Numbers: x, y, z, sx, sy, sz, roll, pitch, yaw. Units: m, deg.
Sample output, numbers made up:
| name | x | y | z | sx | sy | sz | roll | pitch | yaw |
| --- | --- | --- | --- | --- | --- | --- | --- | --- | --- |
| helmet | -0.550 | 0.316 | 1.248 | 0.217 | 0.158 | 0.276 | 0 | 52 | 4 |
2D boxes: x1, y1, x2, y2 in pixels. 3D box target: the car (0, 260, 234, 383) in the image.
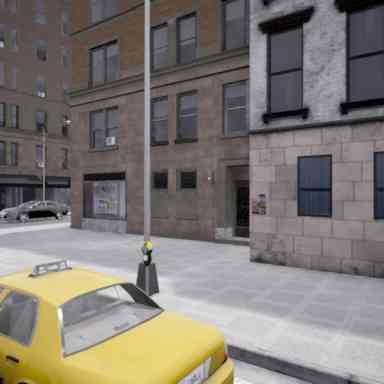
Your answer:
| name | x | y | z | sx | sy | sz | roll | pitch | yaw |
| --- | --- | --- | --- | --- | --- | --- | --- | --- | --- |
| car | -1.887 | 1.525 | 4.090 | 4.829 | 1.417 | 1.752 | 0 | 0 | 34 |

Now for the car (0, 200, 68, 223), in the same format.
| name | x | y | z | sx | sy | sz | roll | pitch | yaw |
| --- | --- | --- | --- | --- | --- | --- | --- | --- | --- |
| car | -11.726 | 1.401 | 25.041 | 2.128 | 1.511 | 4.902 | 0 | 0 | 32 |
